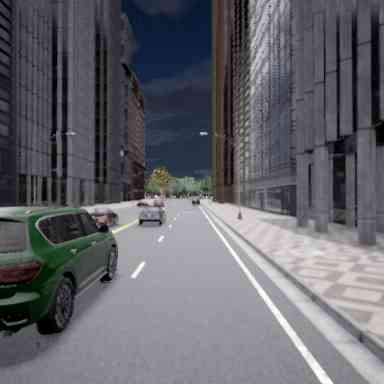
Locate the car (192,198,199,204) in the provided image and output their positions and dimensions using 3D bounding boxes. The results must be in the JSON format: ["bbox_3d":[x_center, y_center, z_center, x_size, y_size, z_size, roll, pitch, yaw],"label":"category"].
[{"bbox_3d":[0.989,2.451,88.477,1.801,1.575,5.366,0,-1,0],"label":"car"}]

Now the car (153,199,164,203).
[{"bbox_3d":[-6.496,2.223,65.627,1.882,1.535,5.008,0,0,0],"label":"car"}]

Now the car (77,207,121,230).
[{"bbox_3d":[-6.595,1.842,24.042,1.994,1.385,4.181,0,-1,0],"label":"car"}]

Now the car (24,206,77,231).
[{"bbox_3d":[-9.845,1.799,23.611,1.812,1.442,4.674,0,-1,0],"label":"car"}]

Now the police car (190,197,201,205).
[{"bbox_3d":[0.987,2.311,78.398,1.930,1.638,5.238,0,-1,0],"label":"police car"}]

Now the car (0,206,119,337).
[{"bbox_3d":[-3.154,1.303,7.016,2.150,2.045,5.566,0,-1,0],"label":"car"}]

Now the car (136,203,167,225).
[{"bbox_3d":[-3.146,1.860,27.095,2.033,1.411,5.357,0,-1,0],"label":"car"}]

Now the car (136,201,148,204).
[{"bbox_3d":[-9.742,2.343,65.603,1.895,1.301,4.718,0,-1,0],"label":"car"}]
